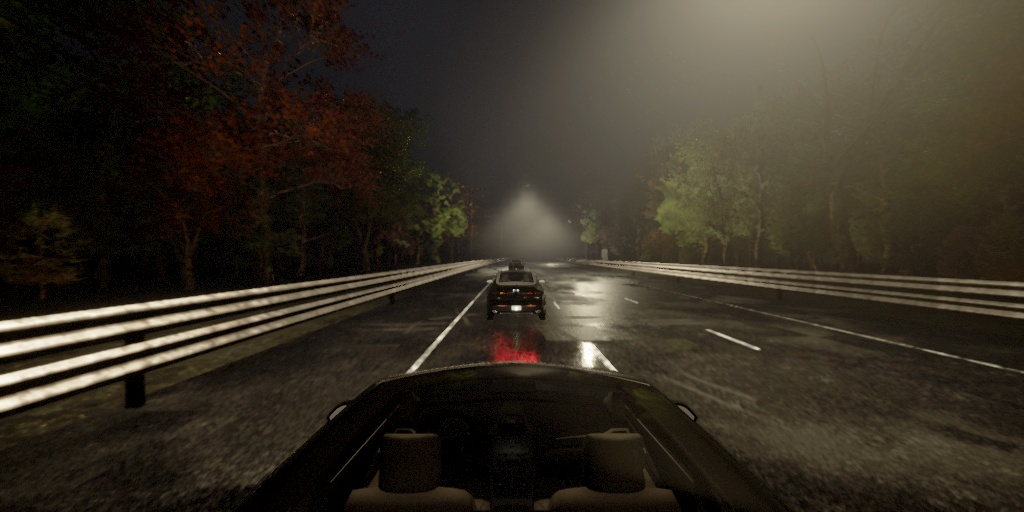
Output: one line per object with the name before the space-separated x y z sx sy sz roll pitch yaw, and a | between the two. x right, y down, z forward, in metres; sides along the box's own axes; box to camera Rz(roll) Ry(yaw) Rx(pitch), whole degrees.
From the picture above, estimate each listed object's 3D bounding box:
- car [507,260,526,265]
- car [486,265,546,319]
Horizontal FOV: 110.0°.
car | 0.532 1.208 43.306 1.837 1.490 4.892 0 0 1
car | 0.141 1.243 12.698 1.837 1.490 4.892 0 0 0
